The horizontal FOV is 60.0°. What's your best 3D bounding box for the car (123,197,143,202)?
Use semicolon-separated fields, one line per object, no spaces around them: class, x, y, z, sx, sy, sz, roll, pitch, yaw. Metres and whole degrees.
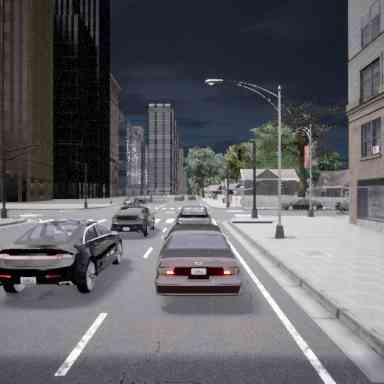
car;-9.806;1.487;53.781;2.128;1.511;4.902;0;0;1

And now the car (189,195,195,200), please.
car;0.035;1.527;94.348;1.812;1.442;4.674;0;0;0

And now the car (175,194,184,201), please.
car;-3.220;1.519;80.842;1.812;1.442;4.674;0;0;0

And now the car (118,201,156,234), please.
car;-3.143;1.506;18.365;1.837;1.490;4.892;0;0;0

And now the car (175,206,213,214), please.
car;0.105;1.492;18.107;2.128;1.511;4.902;0;0;0

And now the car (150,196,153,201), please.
car;-9.723;1.518;73.212;1.812;1.442;4.674;0;0;0

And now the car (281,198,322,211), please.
car;13.298;1.554;40.720;4.892;1.490;1.837;0;-1;0

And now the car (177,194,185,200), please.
car;-3.215;1.357;93.903;2.097;1.767;4.553;0;0;0

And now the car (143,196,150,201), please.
car;-9.769;1.596;63.100;1.895;1.301;4.718;0;0;1

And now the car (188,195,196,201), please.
car;0.031;1.496;84.112;1.837;1.490;4.892;0;0;0

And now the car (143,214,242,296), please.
car;0.094;1.545;8.768;2.033;1.411;5.357;0;0;-1

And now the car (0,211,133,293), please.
car;-3.148;1.492;8.839;2.128;1.511;4.902;0;0;0

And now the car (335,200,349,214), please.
car;17.216;1.474;33.993;4.902;1.511;2.128;0;-1;0
